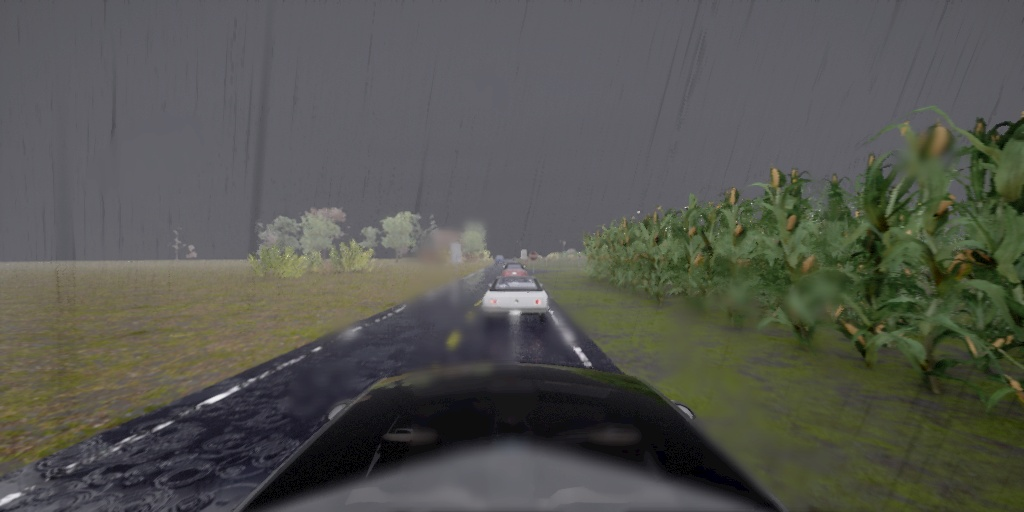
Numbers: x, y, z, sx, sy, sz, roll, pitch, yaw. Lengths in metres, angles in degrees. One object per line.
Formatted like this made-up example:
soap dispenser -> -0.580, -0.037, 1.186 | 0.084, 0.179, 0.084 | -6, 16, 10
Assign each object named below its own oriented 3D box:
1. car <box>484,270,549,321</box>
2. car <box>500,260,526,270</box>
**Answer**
car -> 0.128, 1.324, 12.346 | 1.895, 1.301, 4.718 | 0, 0, 0
car -> 0.175, 1.254, 28.392 | 1.994, 1.385, 4.181 | 0, 0, 0
